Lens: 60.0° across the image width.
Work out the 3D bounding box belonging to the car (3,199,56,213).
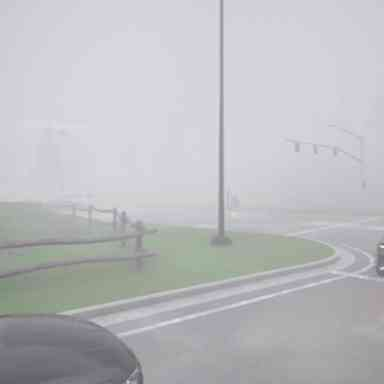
[{"bbox_3d":[-17.912,1.513,36.646,4.674,1.442,1.812,0,0,14],"label":"car"}]

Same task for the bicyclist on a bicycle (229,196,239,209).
[{"bbox_3d":[5.270,1.324,42.010,0.582,1.620,1.656,0,0,34],"label":"bicyclist on a bicycle"}]

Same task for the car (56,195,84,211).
[{"bbox_3d":[-15.920,1.469,39.733,5.008,1.535,1.882,0,-1,15],"label":"car"}]

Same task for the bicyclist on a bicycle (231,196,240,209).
[{"bbox_3d":[5.638,1.324,41.759,0.582,1.620,1.656,0,0,34],"label":"bicyclist on a bicycle"}]

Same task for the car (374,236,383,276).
[{"bbox_3d":[6.625,1.518,9.478,1.837,1.490,4.892,1,1,40],"label":"car"}]

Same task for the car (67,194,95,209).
[{"bbox_3d":[-15.393,1.215,43.289,5.566,2.045,2.150,0,-1,14],"label":"car"}]

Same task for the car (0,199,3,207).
[{"bbox_3d":[-29.551,1.501,48.314,4.674,1.442,1.812,0,0,-1],"label":"car"}]

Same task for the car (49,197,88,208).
[{"bbox_3d":[-17.619,1.469,47.363,5.008,1.535,1.882,0,0,13],"label":"car"}]

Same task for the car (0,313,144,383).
[{"bbox_3d":[-2.616,1.488,1.894,4.902,1.511,2.128,0,0,-35],"label":"car"}]
